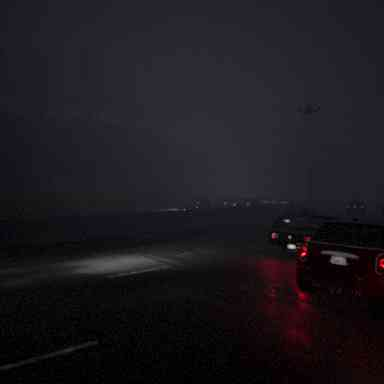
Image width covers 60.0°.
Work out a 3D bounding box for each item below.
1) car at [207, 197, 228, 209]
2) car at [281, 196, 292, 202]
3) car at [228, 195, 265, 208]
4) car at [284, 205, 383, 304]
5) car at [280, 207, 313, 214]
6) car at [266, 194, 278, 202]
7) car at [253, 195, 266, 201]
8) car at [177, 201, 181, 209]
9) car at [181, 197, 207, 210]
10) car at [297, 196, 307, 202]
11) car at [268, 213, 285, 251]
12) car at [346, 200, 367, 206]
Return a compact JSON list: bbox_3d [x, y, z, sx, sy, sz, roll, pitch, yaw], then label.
[{"bbox_3d":[4.122,1.383,40.588,2.097,1.767,4.553,0,0,29],"label":"car"},{"bbox_3d":[22.148,1.554,77.523,1.994,1.385,4.181,0,0,25],"label":"car"},{"bbox_3d":[6.257,1.371,37.338,2.097,1.767,4.553,0,0,30],"label":"car"},{"bbox_3d":[4.440,1.346,7.845,4.553,1.767,2.097,0,0,-41],"label":"car"},{"bbox_3d":[6.517,1.563,19.752,1.994,1.385,4.181,0,0,42],"label":"car"},{"bbox_3d":[19.000,1.370,79.056,2.097,1.767,4.553,0,0,25],"label":"car"},{"bbox_3d":[16.883,1.532,82.749,2.128,1.511,4.902,0,0,25],"label":"car"},{"bbox_3d":[-0.346,1.560,46.999,1.837,1.490,4.892,0,0,27],"label":"car"},{"bbox_3d":[0.964,1.396,42.093,2.097,1.767,4.553,0,0,29],"label":"car"},{"bbox_3d":[24.757,1.585,74.862,1.895,1.301,4.718,0,0,25],"label":"car"},{"bbox_3d":[5.038,1.598,13.038,4.718,1.301,1.895,0,0,-44],"label":"car"},{"bbox_3d":[17.323,1.524,35.130,2.033,1.411,5.357,0,0,28],"label":"car"}]
